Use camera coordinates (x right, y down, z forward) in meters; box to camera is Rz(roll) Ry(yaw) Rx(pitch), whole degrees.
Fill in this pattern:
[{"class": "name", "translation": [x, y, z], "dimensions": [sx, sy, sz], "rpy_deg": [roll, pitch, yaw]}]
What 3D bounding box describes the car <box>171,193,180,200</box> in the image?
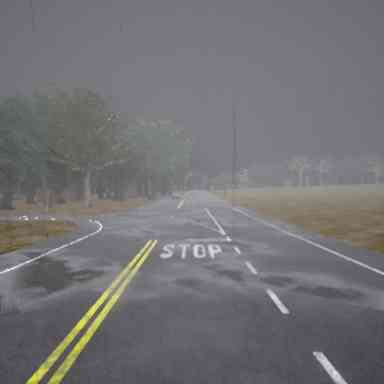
[{"class": "car", "translation": [-3.473, 0.920, 69.959], "dimensions": [1.882, 1.535, 5.008], "rpy_deg": [0, 1, 0]}]
